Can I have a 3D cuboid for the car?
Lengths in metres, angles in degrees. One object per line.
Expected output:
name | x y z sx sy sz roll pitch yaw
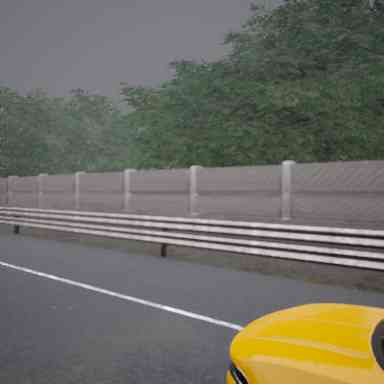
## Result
car | 2.598 1.484 2.151 5.008 1.535 1.882 0 0 35
